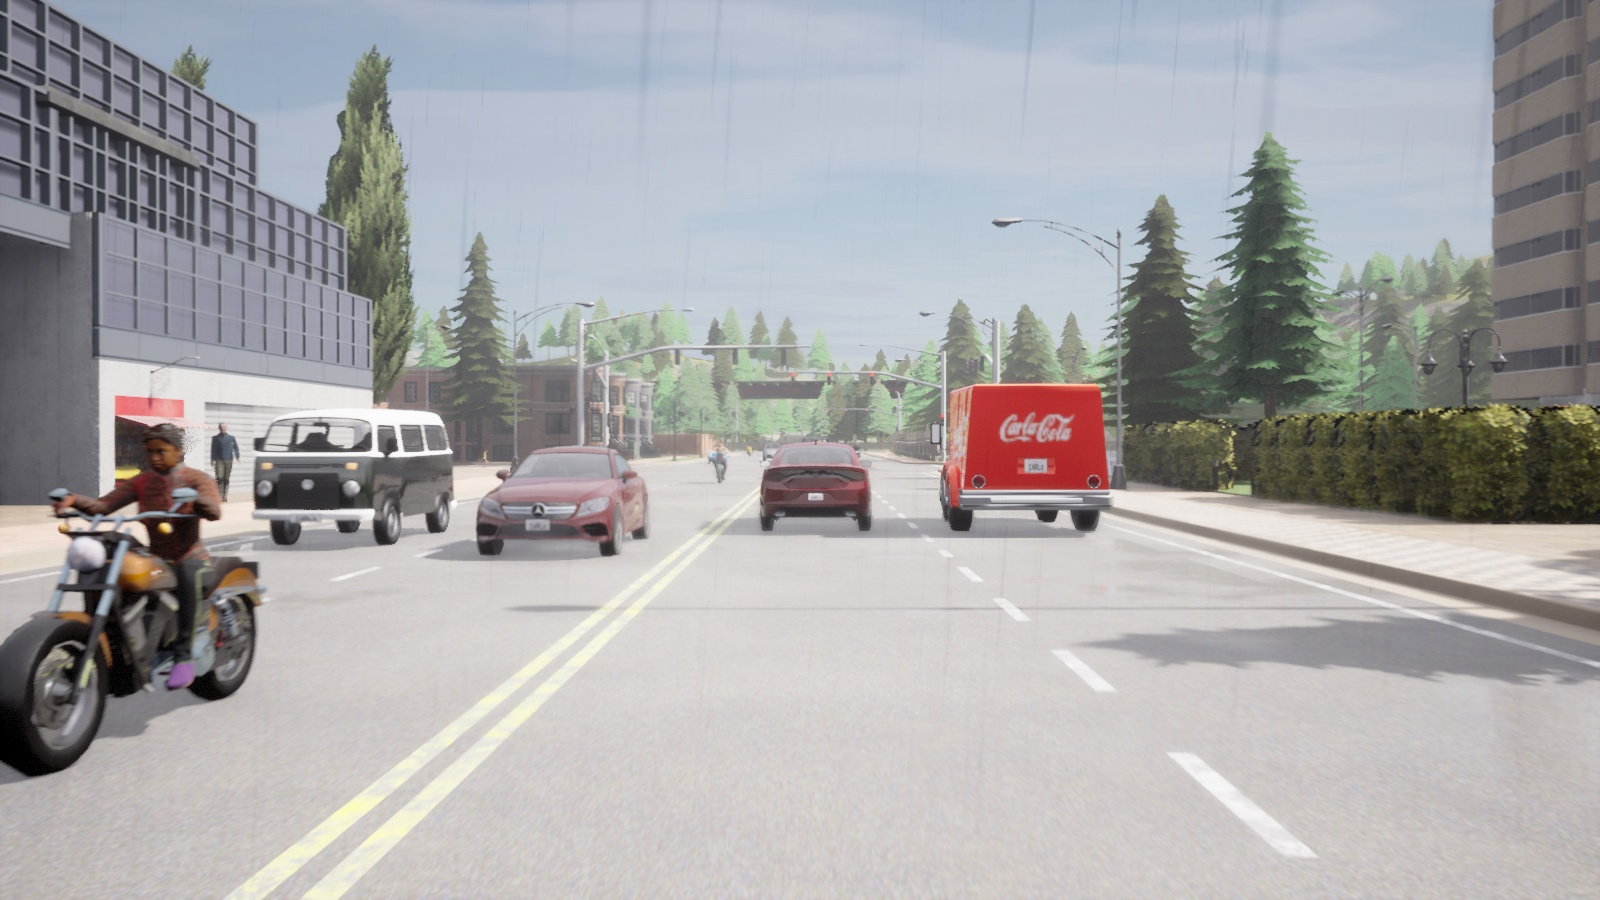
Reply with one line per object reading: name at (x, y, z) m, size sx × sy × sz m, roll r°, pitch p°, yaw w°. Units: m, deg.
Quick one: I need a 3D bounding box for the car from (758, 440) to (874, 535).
car at (0.285, 0.595, 22.915) m, size 1.882 × 1.535 × 5.008 m, roll 0°, pitch 0°, yaw 1°

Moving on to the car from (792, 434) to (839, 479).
car at (0.670, 0.262, 53.576) m, size 1.932 × 1.855 × 4.605 m, roll 0°, pitch 0°, yaw 1°

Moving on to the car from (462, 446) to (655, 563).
car at (-3.277, 0.668, 17.962) m, size 1.812 × 1.442 × 4.674 m, roll 0°, pitch 0°, yaw 1°

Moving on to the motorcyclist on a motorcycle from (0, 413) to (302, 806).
motorcyclist on a motorcycle at (-3.422, 0.658, 6.442) m, size 0.766 × 1.649 × 2.350 m, roll 0°, pitch 1°, yaw 1°

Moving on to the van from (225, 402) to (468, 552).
van at (-6.760, 0.355, 19.313) m, size 2.069 × 2.038 × 4.480 m, roll 0°, pitch 0°, yaw 1°

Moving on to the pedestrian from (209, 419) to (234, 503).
pedestrian at (-12.893, 0.236, 27.989) m, size 0.402 × 1.842 × 0.726 m, roll 0°, pitch 0°, yaw -17°

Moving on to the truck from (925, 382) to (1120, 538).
truck at (3.780, 0.136, 22.462) m, size 2.627 × 2.467 × 5.204 m, roll 0°, pitch 0°, yaw 1°
